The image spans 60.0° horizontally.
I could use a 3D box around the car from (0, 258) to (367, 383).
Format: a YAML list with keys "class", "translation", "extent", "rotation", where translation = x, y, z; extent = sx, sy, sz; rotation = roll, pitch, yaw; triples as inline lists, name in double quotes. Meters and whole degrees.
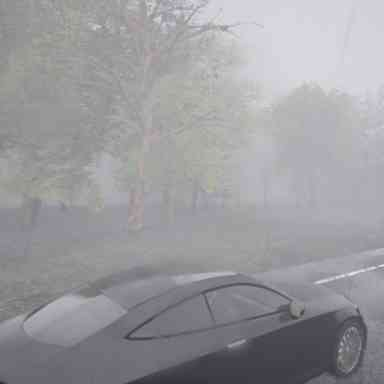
- class: "car"
  translation: [0.118, 1.526, 3.827]
  extent: [4.674, 1.442, 1.812]
  rotation: [0, 0, -36]
